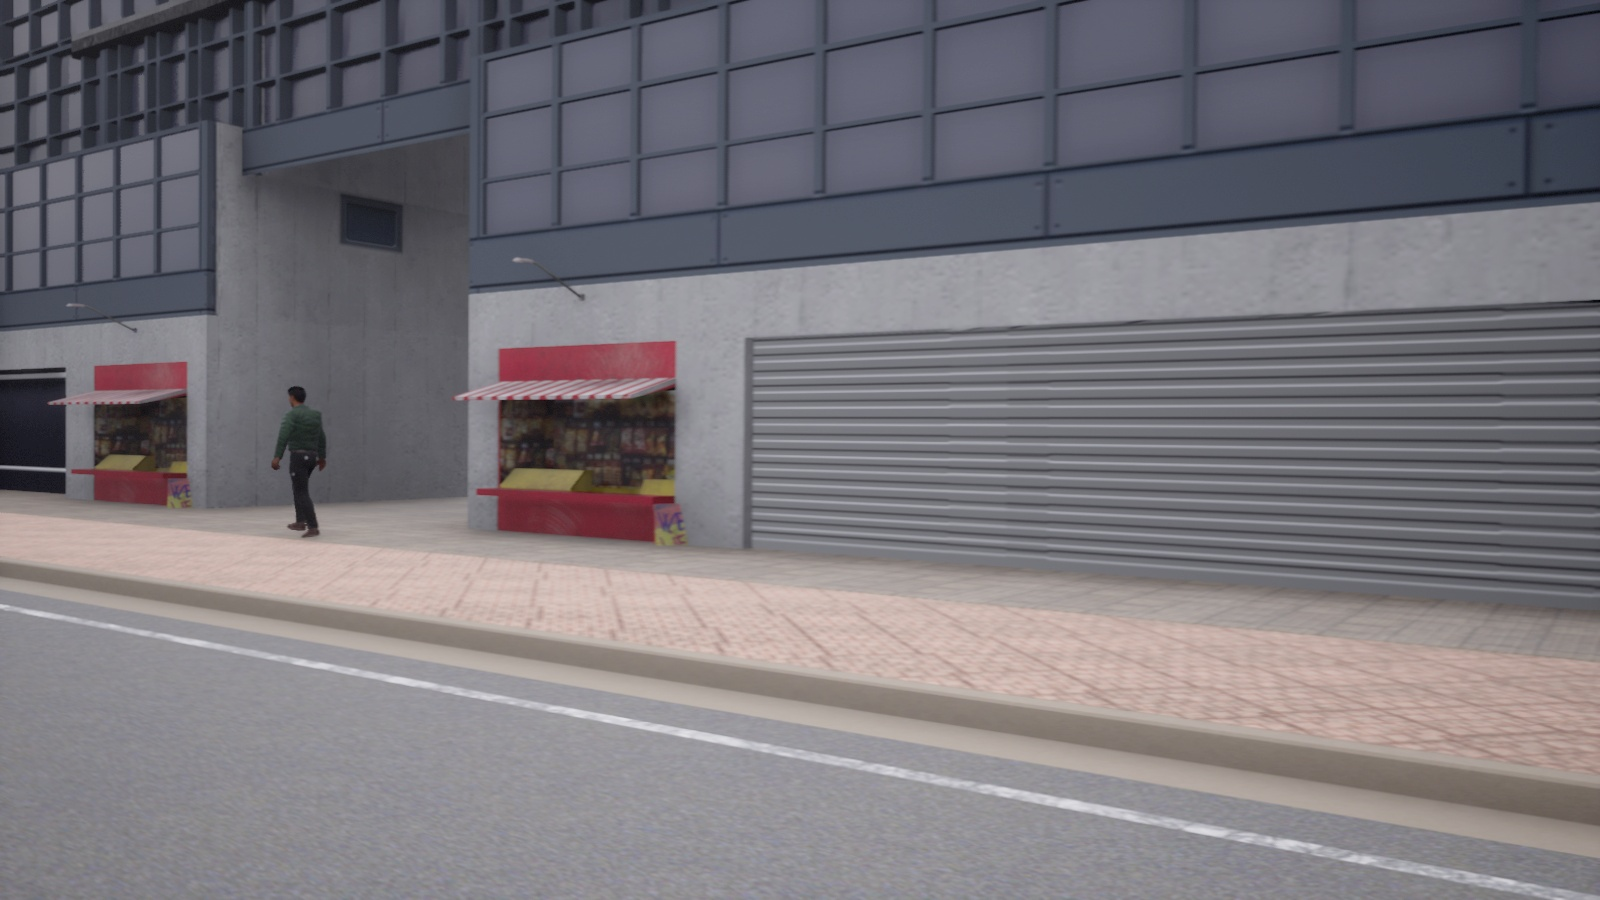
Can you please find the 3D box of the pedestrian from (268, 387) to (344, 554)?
[{"bbox_3d":[-5.901,0.240,15.000,0.788,1.949,0.423,0,1,29],"label":"pedestrian"}]
